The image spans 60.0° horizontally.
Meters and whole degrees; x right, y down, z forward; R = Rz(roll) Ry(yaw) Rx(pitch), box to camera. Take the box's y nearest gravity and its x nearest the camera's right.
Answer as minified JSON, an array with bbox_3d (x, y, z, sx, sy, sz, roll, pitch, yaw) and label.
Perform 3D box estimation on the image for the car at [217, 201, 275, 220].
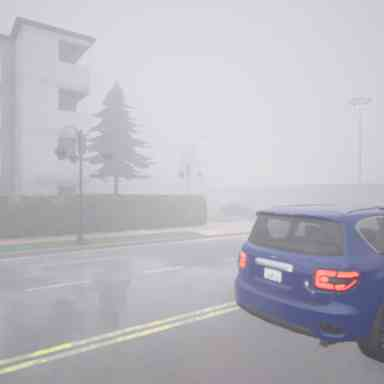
[{"bbox_3d":[4.740,1.617,30.169,2.033,1.411,5.357,0,0,-36],"label":"car"}]

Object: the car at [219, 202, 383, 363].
[{"bbox_3d":[3.302,1.246,6.132,5.566,2.045,2.150,0,0,-35],"label":"car"}]
